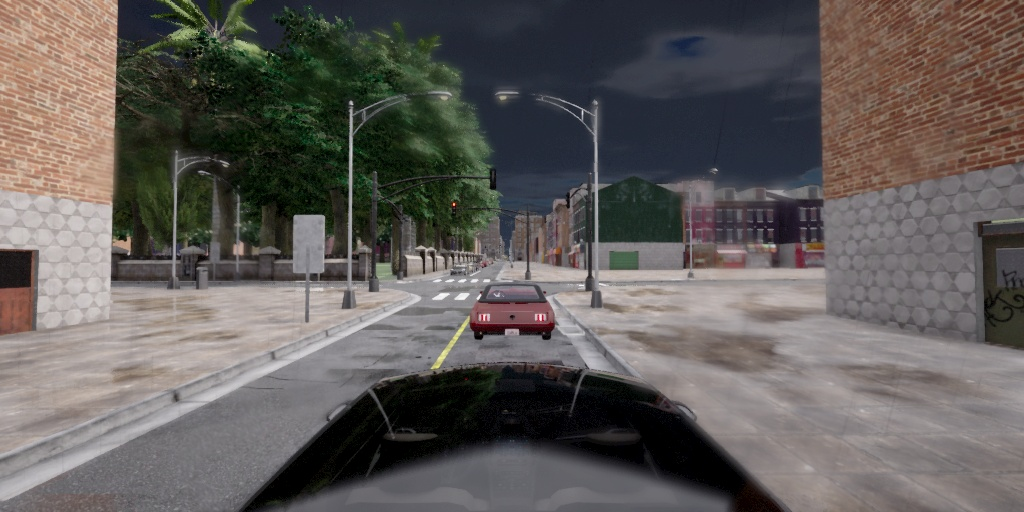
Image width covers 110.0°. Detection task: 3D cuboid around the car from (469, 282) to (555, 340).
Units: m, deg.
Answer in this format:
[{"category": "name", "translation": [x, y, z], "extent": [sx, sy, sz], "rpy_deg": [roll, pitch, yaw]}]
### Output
[{"category": "car", "translation": [0.025, 1.355, 9.940], "extent": [1.895, 1.301, 4.718], "rpy_deg": [0, 0, 0]}]

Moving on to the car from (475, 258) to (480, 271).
[{"category": "car", "translation": [-5.581, 1.347, 45.546], "extent": [2.007, 1.370, 4.403], "rpy_deg": [0, 0, 0]}]

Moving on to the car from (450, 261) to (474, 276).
[{"category": "car", "translation": [-5.547, 1.334, 38.411], "extent": [2.007, 1.370, 4.403], "rpy_deg": [0, 0, 0]}]

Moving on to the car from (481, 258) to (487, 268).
[{"category": "car", "translation": [-5.721, 1.420, 61.895], "extent": [1.802, 1.307, 4.207], "rpy_deg": [0, 0, 0]}]

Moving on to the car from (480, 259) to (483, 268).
[{"category": "car", "translation": [-5.628, 1.373, 50.996], "extent": [1.948, 1.339, 4.313], "rpy_deg": [0, 0, 0]}]
